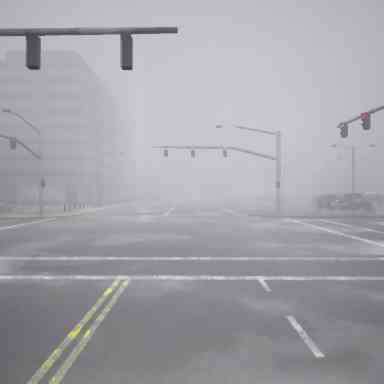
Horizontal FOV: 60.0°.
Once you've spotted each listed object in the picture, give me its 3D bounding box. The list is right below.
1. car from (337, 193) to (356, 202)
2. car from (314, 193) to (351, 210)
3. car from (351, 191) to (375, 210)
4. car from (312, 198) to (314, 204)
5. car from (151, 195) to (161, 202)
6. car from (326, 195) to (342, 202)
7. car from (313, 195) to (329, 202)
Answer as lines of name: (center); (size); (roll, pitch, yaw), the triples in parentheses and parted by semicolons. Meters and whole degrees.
car: (33.472, 1.152, 72.247); (1.932, 1.855, 4.605); (0, 0, 0)
car: (16.632, 1.151, 39.628); (1.932, 1.855, 4.605); (0, 0, 0)
car: (19.526, 1.154, 39.583); (1.905, 1.878, 3.866); (0, 0, 0)
car: (22.175, 1.393, 57.059); (1.970, 1.475, 3.806); (0, 0, 0)
car: (-8.170, 1.506, 76.684); (1.812, 1.442, 4.674); (0, 0, 0)
car: (30.789, 1.362, 72.188); (1.784, 1.438, 3.905); (0, 0, 0)
car: (27.894, 1.394, 72.179); (1.970, 1.475, 3.806); (0, 0, 0)
